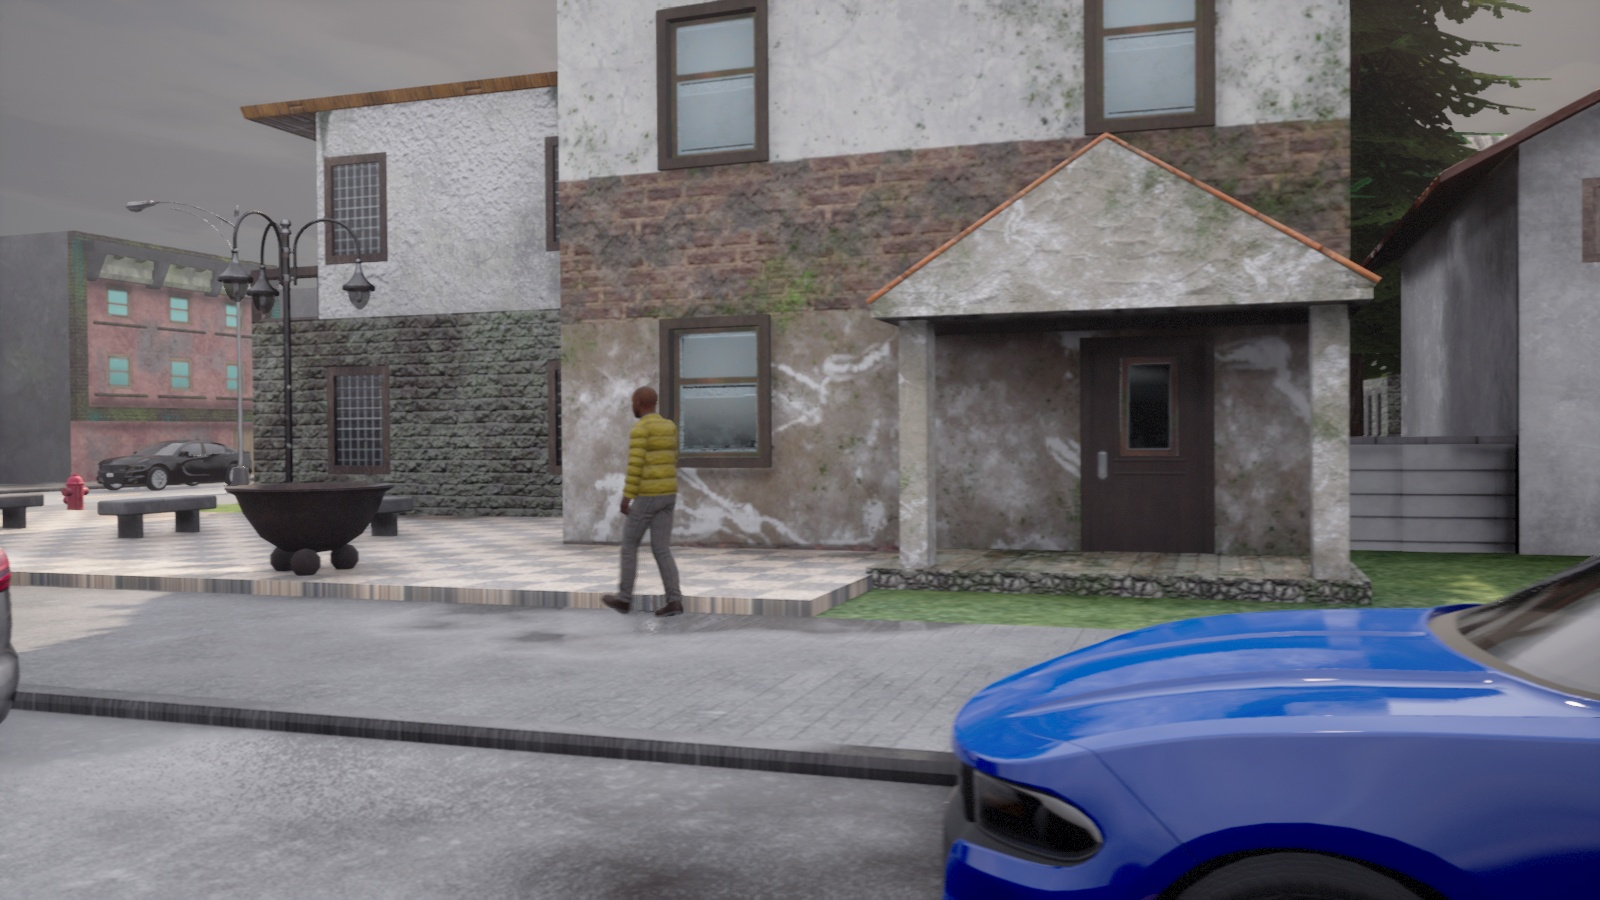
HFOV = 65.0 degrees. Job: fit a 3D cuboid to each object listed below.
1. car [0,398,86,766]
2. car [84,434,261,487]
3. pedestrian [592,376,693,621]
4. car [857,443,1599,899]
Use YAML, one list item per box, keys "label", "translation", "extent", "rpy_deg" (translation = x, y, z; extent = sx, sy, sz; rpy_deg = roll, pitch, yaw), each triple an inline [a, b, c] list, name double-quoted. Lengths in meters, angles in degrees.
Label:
- label: "car"
  translation: [-6.018, 0.598, 5.752]
  extent: [4.611, 1.667, 2.242]
  rpy_deg: [0, 1, 18]
- label: "car"
  translation: [-19.281, 0.270, 38.866]
  extent: [1.882, 1.535, 5.008]
  rpy_deg: [0, 1, 19]
- label: "pedestrian"
  translation: [-1.226, 0.360, 9.759]
  extent: [0.726, 1.835, 0.370]
  rpy_deg: [1, 1, 37]
- label: "car"
  translation: [2.795, 0.764, 2.789]
  extent: [5.008, 1.535, 1.882]
  rpy_deg: [0, 1, 18]
